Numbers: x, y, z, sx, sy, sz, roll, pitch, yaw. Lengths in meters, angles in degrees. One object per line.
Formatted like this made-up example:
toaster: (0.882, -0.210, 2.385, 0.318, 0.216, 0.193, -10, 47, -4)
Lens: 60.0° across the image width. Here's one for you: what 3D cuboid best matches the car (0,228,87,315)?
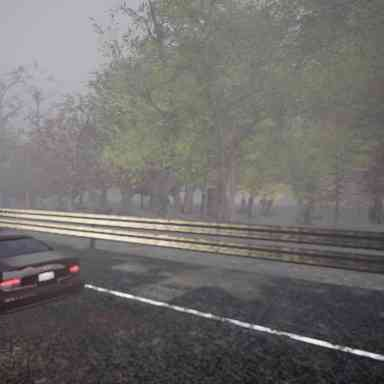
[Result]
car: (-4.629, 1.520, 7.251, 5.357, 1.411, 2.033, 0, 0, 34)
